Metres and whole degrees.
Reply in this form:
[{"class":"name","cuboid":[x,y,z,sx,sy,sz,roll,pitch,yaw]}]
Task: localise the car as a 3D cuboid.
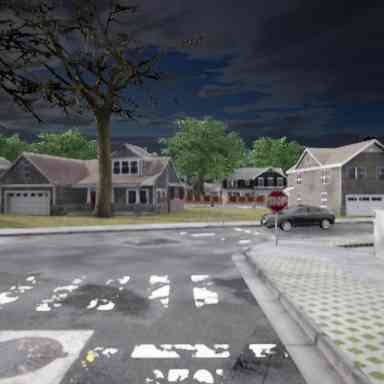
[{"class":"car","cuboid":[6.587,1.566,20.731,4.892,1.490,1.837,0,0,-20]}]
